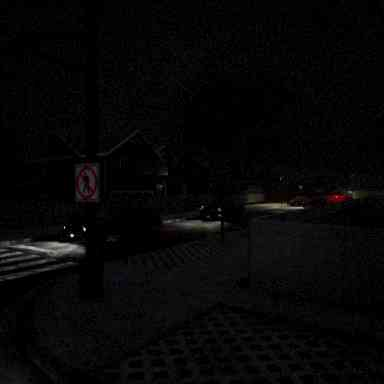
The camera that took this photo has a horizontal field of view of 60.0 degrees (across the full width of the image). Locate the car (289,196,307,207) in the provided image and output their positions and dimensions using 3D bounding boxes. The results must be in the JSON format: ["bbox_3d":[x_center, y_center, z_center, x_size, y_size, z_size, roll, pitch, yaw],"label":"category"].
[{"bbox_3d":[13.995,1.220,42.586,1.994,1.385,4.181,0,0,35],"label":"car"}]

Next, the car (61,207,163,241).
[{"bbox_3d":[-3.684,1.460,16.485,2.033,1.411,5.357,0,1,33],"label":"car"}]

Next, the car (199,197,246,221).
[{"bbox_3d":[2.406,1.177,25.555,2.097,1.767,4.553,0,1,34],"label":"car"}]

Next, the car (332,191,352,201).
[{"bbox_3d":[21.892,0.800,48.705,2.150,2.045,5.566,0,1,38],"label":"car"}]

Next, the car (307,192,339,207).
[{"bbox_3d":[16.044,1.144,40.542,1.882,1.535,5.008,0,1,35],"label":"car"}]
